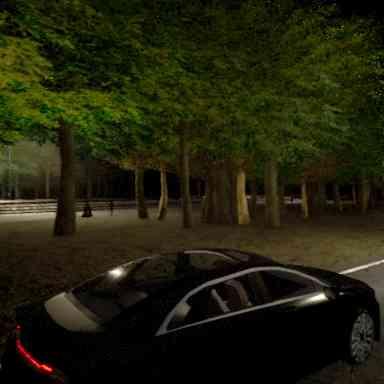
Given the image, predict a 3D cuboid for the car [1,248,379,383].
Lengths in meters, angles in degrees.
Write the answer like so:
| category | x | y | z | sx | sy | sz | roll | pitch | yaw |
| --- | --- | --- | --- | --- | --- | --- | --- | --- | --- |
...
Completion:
| category | x | y | z | sx | sy | sz | roll | pitch | yaw |
| --- | --- | --- | --- | --- | --- | --- | --- | --- | --- |
| car | 0.463 | 1.481 | 4.121 | 4.902 | 1.511 | 2.128 | 0 | 0 | -36 |
